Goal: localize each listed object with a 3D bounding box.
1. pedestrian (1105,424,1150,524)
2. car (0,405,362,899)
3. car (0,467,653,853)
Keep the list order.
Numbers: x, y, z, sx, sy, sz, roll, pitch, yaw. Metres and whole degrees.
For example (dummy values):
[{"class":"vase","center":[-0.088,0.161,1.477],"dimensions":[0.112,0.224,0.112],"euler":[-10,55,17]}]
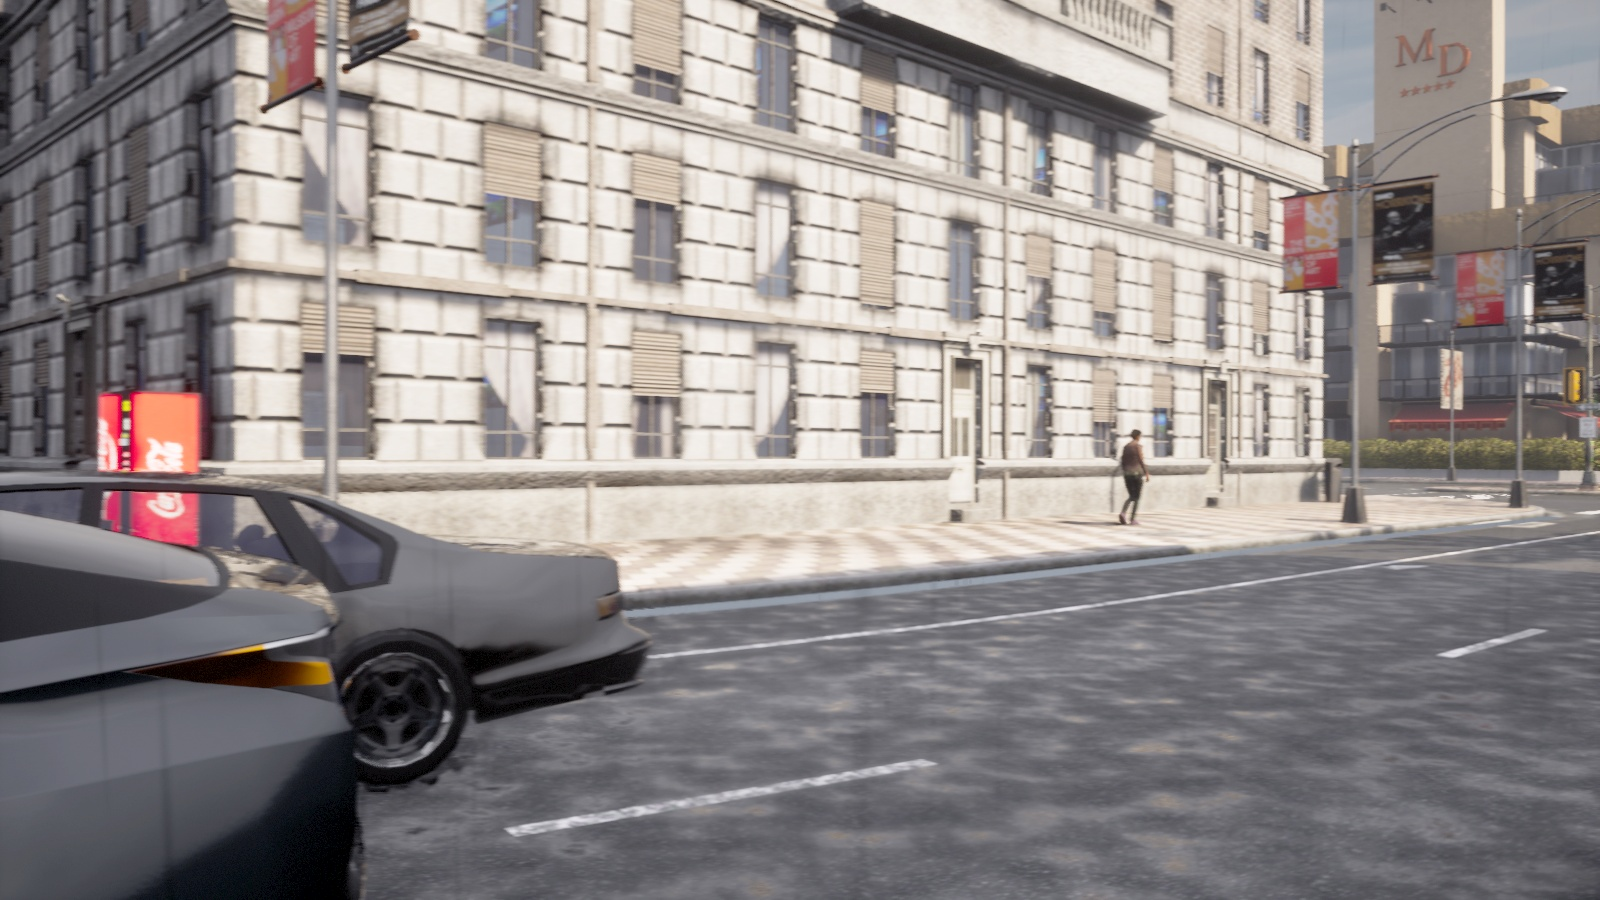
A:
[{"class":"pedestrian","center":[6.028,0.436,23.106],"dimensions":[0.869,1.805,0.328],"euler":[0,0,-39]},{"class":"car","center":[-3.172,0.701,1.826],"dimensions":[4.514,1.525,2.007],"euler":[0,0,-29]},{"class":"car","center":[-3.534,0.809,5.576],"dimensions":[5.357,1.411,2.033],"euler":[0,0,-31]}]
